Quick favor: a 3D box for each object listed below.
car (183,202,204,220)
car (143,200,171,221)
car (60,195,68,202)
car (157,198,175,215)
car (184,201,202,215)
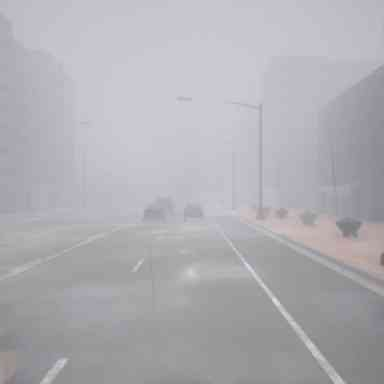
[{"bbox_3d":[0.161,1.866,31.842,2.128,1.511,4.902,0,-1,0],"label":"car"},{"bbox_3d":[-3.345,1.842,31.031,1.882,1.535,5.008,0,-1,0],"label":"car"},{"bbox_3d":[-29.280,1.465,74.407,1.970,1.475,3.806,0,1,0],"label":"car"},{"bbox_3d":[-3.339,1.716,41.411,2.150,2.045,5.566,0,-1,1],"label":"car"},{"bbox_3d":[0.172,2.001,42.671,2.128,1.511,4.902,0,-1,1],"label":"car"}]
